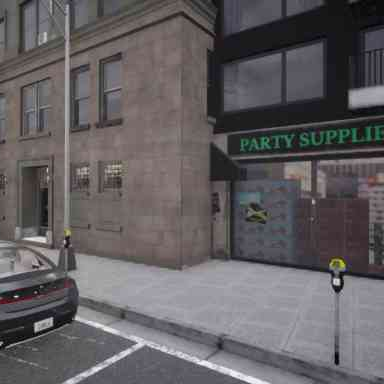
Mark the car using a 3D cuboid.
[{"bbox_3d":[-3.778,1.551,5.739,4.403,1.369,2.008,0,0,35],"label":"car"}]
